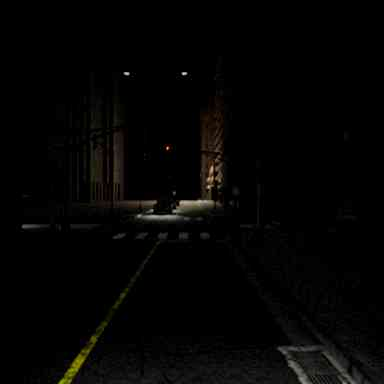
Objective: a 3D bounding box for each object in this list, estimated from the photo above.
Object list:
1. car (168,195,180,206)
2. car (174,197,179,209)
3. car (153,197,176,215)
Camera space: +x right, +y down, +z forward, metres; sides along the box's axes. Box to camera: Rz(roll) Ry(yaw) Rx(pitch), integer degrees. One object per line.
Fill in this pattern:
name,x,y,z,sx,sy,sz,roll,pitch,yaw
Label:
car,-3.290,1.522,58.259,2.150,2.045,5.566,0,0,0
car,-3.267,1.772,47.547,1.812,1.442,4.674,0,0,0
car,-3.231,1.672,37.584,1.882,1.535,5.008,0,0,0
